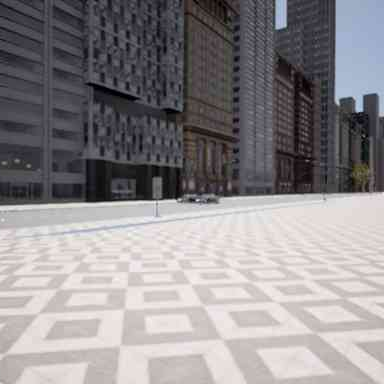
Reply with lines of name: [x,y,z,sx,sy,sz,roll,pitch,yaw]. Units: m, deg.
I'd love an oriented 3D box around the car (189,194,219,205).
car: [2.234,1.062,49.603,2.128,1.511,4.902,1,1,36]

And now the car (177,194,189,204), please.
car: [-0.404,1.036,51.501,2.128,1.511,4.902,1,1,36]
